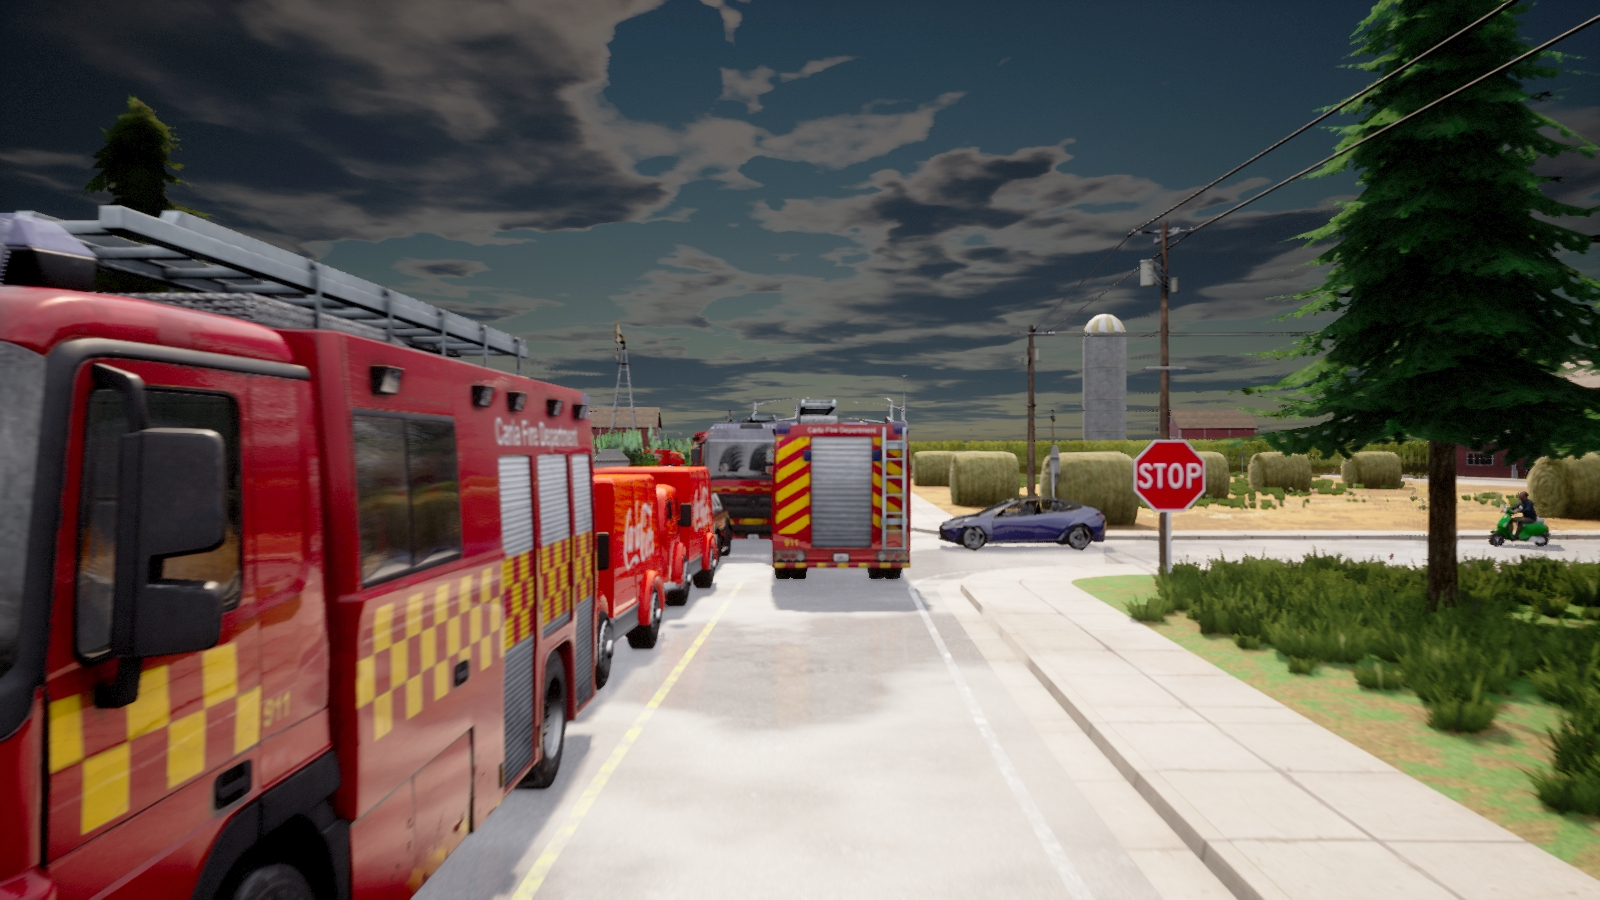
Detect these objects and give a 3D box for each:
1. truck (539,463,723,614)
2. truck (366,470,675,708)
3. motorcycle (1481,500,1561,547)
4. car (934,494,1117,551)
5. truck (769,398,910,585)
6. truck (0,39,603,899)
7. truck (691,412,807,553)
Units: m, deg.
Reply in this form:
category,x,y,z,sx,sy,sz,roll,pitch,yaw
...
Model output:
category,x,y,z,sx,sy,sz,roll,pitch,yaw
truck,-3.053,1.532,22.023,2.627,2.467,5.204,0,0,2
truck,-3.299,1.534,14.893,2.627,2.467,5.204,0,0,2
motorcycle,20.990,2.144,33.282,1.805,1.316,0.856,0,0,-1
car,6.426,2.061,32.954,4.792,1.488,2.163,0,0,-3
truck,0.768,0.864,27.640,2.891,3.827,8.468,0,0,-1
truck,-3.445,0.858,7.091,2.891,3.827,8.468,0,0,1
truck,-1.782,0.864,35.290,2.891,3.827,8.468,0,0,-7
